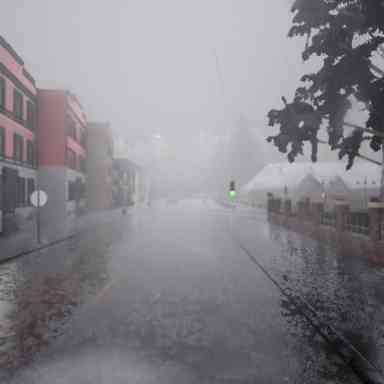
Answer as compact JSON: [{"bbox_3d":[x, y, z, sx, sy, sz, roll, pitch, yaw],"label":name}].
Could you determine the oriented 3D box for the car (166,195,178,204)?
[{"bbox_3d":[-3.985,1.469,66.072,2.097,1.767,4.553,1,-1,0],"label":"car"}]

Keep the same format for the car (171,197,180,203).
[{"bbox_3d":[-3.970,1.987,81.445,1.895,1.301,4.718,0,0,0],"label":"car"}]
